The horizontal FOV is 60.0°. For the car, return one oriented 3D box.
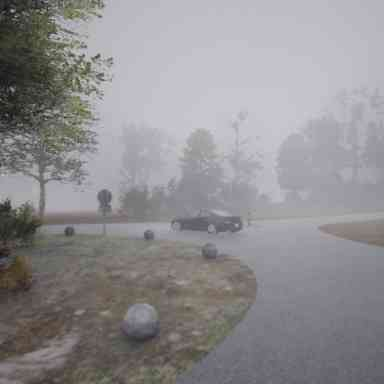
[{"bbox_3d":[0.798,1.777,20.664,1.882,1.535,5.008,2,-2,-44],"label":"car"}]
